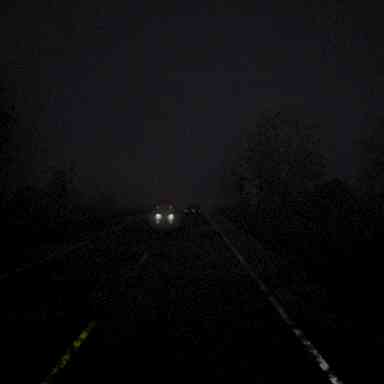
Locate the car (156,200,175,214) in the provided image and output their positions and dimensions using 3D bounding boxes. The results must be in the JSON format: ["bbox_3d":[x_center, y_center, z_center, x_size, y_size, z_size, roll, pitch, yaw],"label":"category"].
[{"bbox_3d":[-3.369,1.898,43.312,2.097,1.767,4.553,0,-1,1],"label":"car"}]

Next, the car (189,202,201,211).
[{"bbox_3d":[0.518,2.296,53.900,1.895,1.301,4.718,0,-1,2],"label":"car"}]

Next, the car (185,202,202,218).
[{"bbox_3d":[0.157,2.001,36.289,2.033,1.411,5.357,0,-1,0],"label":"car"}]
